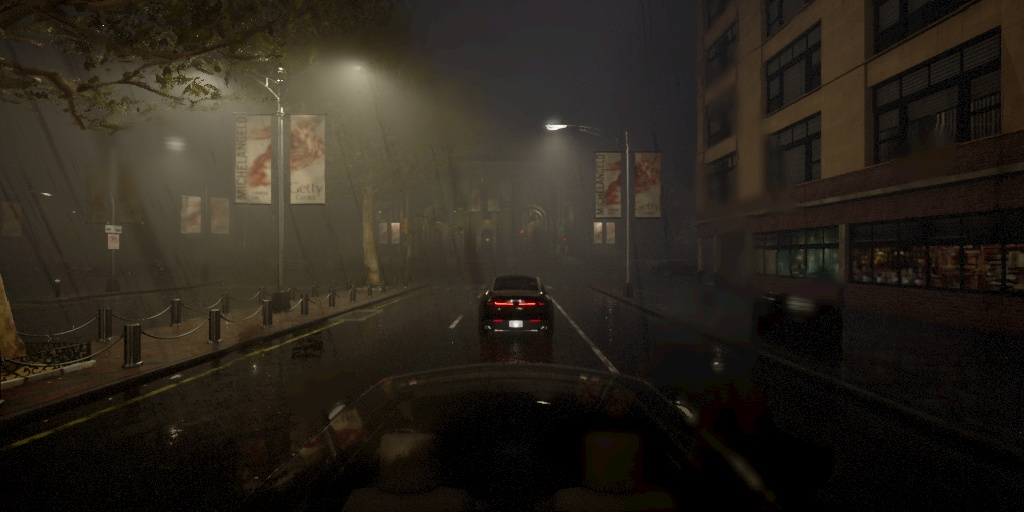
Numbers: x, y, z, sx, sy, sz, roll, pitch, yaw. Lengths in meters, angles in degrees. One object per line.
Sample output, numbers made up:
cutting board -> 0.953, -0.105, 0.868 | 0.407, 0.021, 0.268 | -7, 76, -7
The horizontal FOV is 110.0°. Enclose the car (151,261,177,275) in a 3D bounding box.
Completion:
car -> -38.903, 1.228, 38.383 | 5.008, 1.535, 1.882 | 0, 0, 0

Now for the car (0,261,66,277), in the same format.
car -> -47.267, 1.255, 34.907 | 4.892, 1.490, 1.837 | 0, 0, -1

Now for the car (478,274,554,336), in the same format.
car -> 0.122, 1.255, 10.365 | 1.837, 1.490, 4.892 | 0, 0, 1

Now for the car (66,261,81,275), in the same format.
car -> -48.153, 1.241, 38.414 | 4.902, 1.511, 2.128 | 0, 0, 0

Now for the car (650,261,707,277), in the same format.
car -> 15.875, 1.227, 34.250 | 5.008, 1.535, 1.882 | 0, 0, 1

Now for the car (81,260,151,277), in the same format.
car -> -38.407, 1.314, 34.877 | 4.181, 1.385, 1.994 | 0, 0, 0
